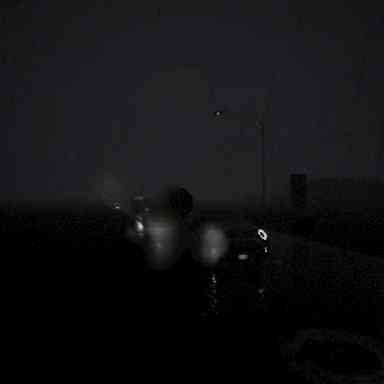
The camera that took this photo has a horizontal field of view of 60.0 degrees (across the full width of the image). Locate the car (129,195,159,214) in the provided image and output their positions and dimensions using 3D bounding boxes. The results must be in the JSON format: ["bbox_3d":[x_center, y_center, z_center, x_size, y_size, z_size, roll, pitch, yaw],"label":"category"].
[{"bbox_3d":[-5.159,1.441,34.663,2.128,1.511,4.902,-1,0,-17],"label":"car"}]

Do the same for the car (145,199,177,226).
[{"bbox_3d":[-1.800,1.465,23.128,1.837,1.490,4.892,-1,0,-15],"label":"car"}]

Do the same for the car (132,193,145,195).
[{"bbox_3d":[-8.888,1.126,54.430,2.150,2.045,5.566,-1,0,-19],"label":"car"}]

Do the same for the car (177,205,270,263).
[{"bbox_3d":[1.010,1.323,11.975,2.097,1.767,4.553,-1,0,-13],"label":"car"}]
